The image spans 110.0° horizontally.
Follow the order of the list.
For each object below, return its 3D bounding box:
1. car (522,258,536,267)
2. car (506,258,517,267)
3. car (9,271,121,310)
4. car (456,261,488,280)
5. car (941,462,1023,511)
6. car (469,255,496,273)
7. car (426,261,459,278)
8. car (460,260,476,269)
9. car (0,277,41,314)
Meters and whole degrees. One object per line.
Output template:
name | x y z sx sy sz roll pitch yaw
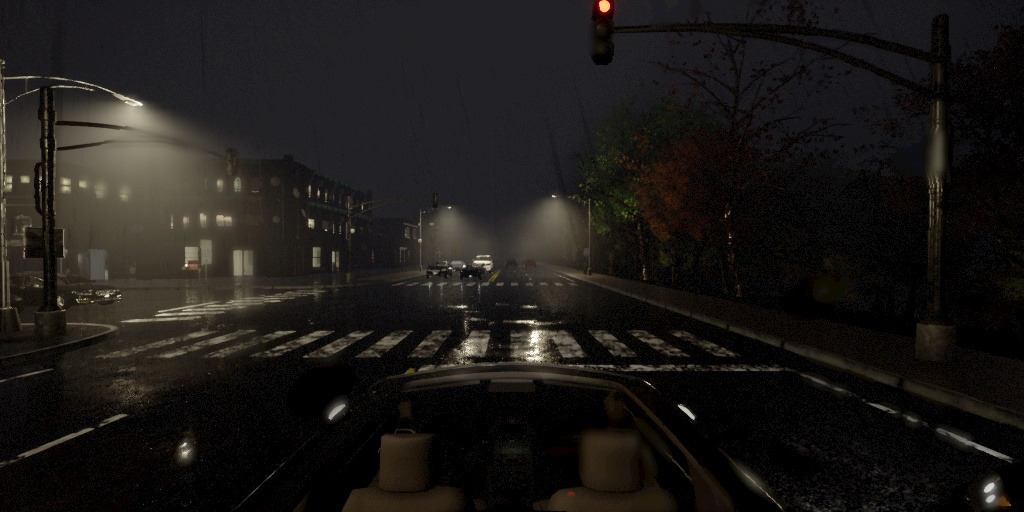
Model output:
car | 3.221 1.204 63.193 1.882 1.535 5.008 0 0 0
car | -0.031 1.204 63.774 1.882 1.535 5.008 0 0 0
car | -19.619 1.472 15.208 4.892 1.490 1.837 -1 1 0
car | -3.414 1.341 31.650 1.895 1.301 4.718 0 0 0
car | 3.355 1.314 0.186 1.994 1.385 4.181 0 0 0
car | -3.436 0.956 42.692 2.150 2.045 5.566 0 0 0
car | -6.668 1.231 33.569 2.128 1.511 4.902 0 0 0
car | -6.699 1.331 55.364 1.895 1.301 4.718 0 0 0
car | -19.970 1.565 12.502 4.313 1.339 1.948 0 0 0
